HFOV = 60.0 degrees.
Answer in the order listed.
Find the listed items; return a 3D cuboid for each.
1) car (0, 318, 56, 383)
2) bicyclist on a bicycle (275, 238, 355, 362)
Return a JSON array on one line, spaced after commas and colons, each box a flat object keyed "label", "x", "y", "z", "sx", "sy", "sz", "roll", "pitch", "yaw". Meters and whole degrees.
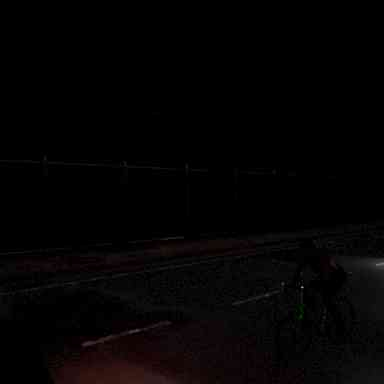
[{"label": "car", "x": -3.279, "y": 1.601, "z": 1.660, "sx": 4.718, "sy": 1.301, "sz": 1.895, "roll": 0, "pitch": 0, "yaw": -37}, {"label": "bicyclist on a bicycle", "x": 1.769, "y": 1.456, "z": 4.692, "sx": 1.656, "sy": 1.620, "sz": 0.582, "roll": -2, "pitch": 1, "yaw": -30}]
